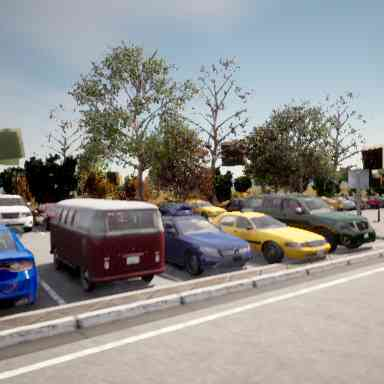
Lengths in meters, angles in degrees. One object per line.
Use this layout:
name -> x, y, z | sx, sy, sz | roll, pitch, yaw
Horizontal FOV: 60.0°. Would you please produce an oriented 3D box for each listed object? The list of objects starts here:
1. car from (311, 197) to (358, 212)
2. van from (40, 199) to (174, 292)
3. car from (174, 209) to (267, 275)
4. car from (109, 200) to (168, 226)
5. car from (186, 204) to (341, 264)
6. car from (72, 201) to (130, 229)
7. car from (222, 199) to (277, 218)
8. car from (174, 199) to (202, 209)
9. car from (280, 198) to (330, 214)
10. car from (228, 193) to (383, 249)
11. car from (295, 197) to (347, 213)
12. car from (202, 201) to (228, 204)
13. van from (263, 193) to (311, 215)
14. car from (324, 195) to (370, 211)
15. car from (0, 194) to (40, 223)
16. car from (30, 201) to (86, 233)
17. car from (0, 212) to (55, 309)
car -> 16.377, 1.397, 38.392 | 2.002, 1.452, 4.674 | 0, 0, -36
van -> -2.532, 1.210, 8.930 | 1.878, 1.987, 4.442 | 0, 0, -36
car -> -0.185, 1.469, 10.468 | 2.002, 1.452, 4.674 | 0, 0, -36
car -> -3.945, 1.415, 23.865 | 2.231, 1.521, 4.892 | 0, 0, -36
car -> 2.204, 1.419, 11.946 | 1.946, 1.575, 5.366 | 0, 0, -36
car -> -6.202, 1.420, 22.249 | 2.097, 1.535, 5.008 | 0, 0, -36
car -> 5.106, 1.418, 30.296 | 2.163, 1.488, 4.792 | 0, 0, -36
car -> -1.701, 1.437, 25.498 | 2.163, 1.488, 4.792 | 0, 0, -36
car -> 11.862, 1.409, 35.160 | 2.002, 1.452, 4.674 | 0, 0, -36
car -> 4.392, 1.164, 13.705 | 2.435, 2.045, 5.566 | 0, 0, -36
car -> 14.122, 1.363, 36.775 | 2.097, 1.535, 5.008 | 0, 0, -36
car -> 0.681, 1.398, 26.938 | 1.946, 1.575, 5.366 | 0, 0, -36
van -> 9.535, 1.149, 33.643 | 1.878, 1.987, 4.442 | 0, 0, -36
car -> 18.615, 1.226, 40.034 | 2.185, 1.767, 4.553 | 0, 0, -36
car -> -10.698, 1.182, 18.991 | 2.435, 2.045, 5.566 | 0, 0, -36
car -> -8.459, 1.427, 20.634 | 2.097, 1.535, 5.008 | 0, 0, -36
car -> -4.741, 1.442, 7.200 | 2.097, 1.535, 5.008 | 0, 0, -36
